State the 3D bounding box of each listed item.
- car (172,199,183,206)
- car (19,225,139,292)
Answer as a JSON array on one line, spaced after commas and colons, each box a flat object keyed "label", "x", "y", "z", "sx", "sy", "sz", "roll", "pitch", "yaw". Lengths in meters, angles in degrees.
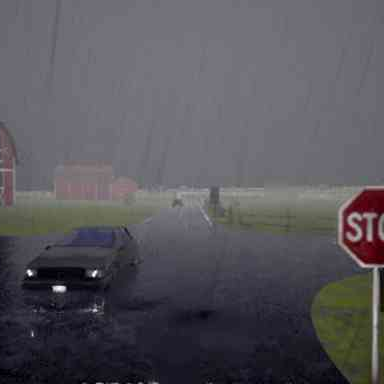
[{"label": "car", "x": -2.549, "y": 1.900, "z": 58.618, "sx": 1.882, "sy": 1.535, "sz": 5.008, "roll": 0, "pitch": -1, "yaw": 0}, {"label": "car", "x": -2.720, "y": 1.664, "z": 9.511, "sx": 2.033, "sy": 1.411, "sz": 5.357, "roll": 1, "pitch": -1, "yaw": 0}]
